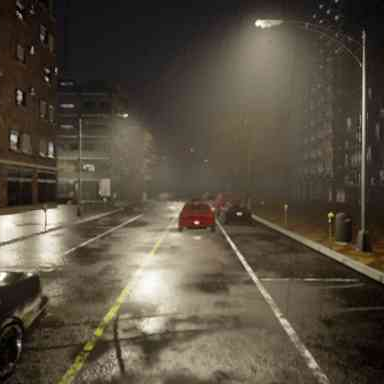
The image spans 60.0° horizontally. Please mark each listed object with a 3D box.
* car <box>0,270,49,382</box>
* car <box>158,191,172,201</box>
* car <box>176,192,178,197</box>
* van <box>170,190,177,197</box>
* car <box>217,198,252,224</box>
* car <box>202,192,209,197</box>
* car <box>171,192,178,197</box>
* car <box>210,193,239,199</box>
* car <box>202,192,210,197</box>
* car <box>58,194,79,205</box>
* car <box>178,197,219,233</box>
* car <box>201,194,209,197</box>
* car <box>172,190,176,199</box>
[{"bbox_3d":[-3.064,1.518,2.613,2.033,1.411,5.357,0,1,1],"label":"car"},{"bbox_3d":[-5.163,0.942,60.220,2.008,1.369,4.403,0,1,0],"label":"car"},{"bbox_3d":[-4.971,0.629,82.348,1.967,1.590,4.097,0,1,0],"label":"car"},{"bbox_3d":[-4.922,0.481,87.880,1.690,1.788,3.998,0,1,0],"label":"van"},{"bbox_3d":[2.887,1.334,22.239,1.947,1.339,4.313,0,1,1],"label":"car"},{"bbox_3d":[3.457,0.725,87.808,1.802,1.307,4.206,0,1,0],"label":"car"},{"bbox_3d":[-4.874,0.673,93.414,1.802,1.307,4.206,0,1,0],"label":"car"},{"bbox_3d":[2.936,1.027,27.759,2.192,1.841,5.009,0,1,0],"label":"car"},{"bbox_3d":[3.217,0.939,60.147,1.887,1.381,4.507,0,1,0],"label":"car"},{"bbox_3d":[-16.068,0.915,40.907,4.403,1.369,2.008,1,0,0],"label":"car"},{"bbox_3d":[0.260,1.285,18.409,1.882,1.535,5.008,0,1,1],"label":"car"},{"bbox_3d":[0.317,1.209,28.506,1.837,1.490,4.892,0,1,3],"label":"car"},{"bbox_3d":[-5.067,0.840,71.285,2.008,1.369,4.403,0,1,0],"label":"car"}]
